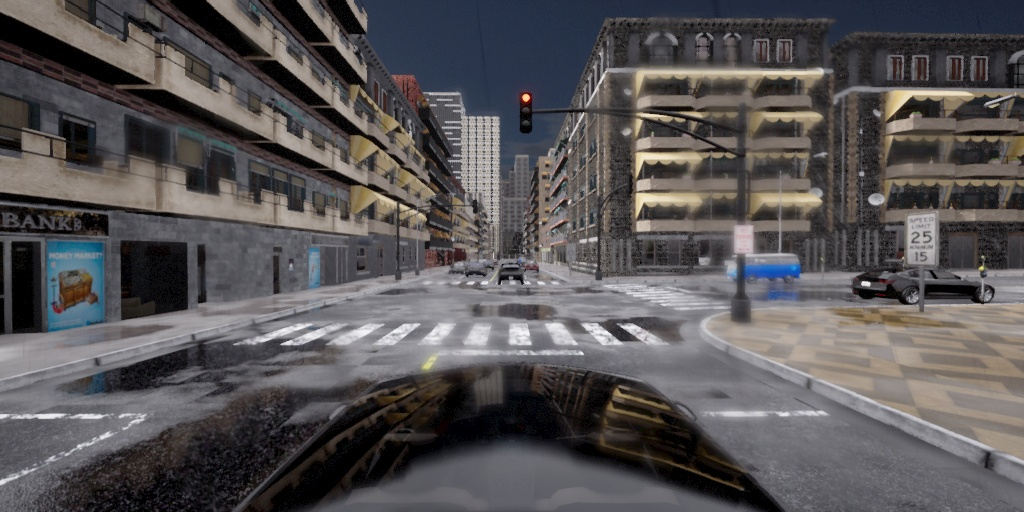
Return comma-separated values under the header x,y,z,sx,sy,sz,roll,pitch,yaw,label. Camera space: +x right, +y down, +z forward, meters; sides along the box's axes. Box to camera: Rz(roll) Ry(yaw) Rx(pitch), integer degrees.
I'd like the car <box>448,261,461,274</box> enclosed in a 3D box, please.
x,y,z,sx,sy,sz,roll,pitch,yaw,label
-5.975,1.303,39.937,2.007,1.370,4.403,0,0,0,car

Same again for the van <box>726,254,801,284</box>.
x,y,z,sx,sy,sz,roll,pitch,yaw,label
15.505,0.781,22.214,3.998,1.789,1.690,0,0,-1,van

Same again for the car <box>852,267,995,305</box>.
x,y,z,sx,sy,sz,roll,pitch,yaw,label
15.686,1.077,13.836,4.313,1.339,1.948,0,0,-1,car

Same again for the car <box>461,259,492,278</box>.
x,y,z,sx,sy,sz,roll,pitch,yaw,label
-3.340,1.296,34.537,2.033,1.411,5.357,0,0,0,car

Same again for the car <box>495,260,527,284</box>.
x,y,z,sx,sy,sz,roll,pitch,yaw,label
-0.088,1.252,27.203,1.837,1.490,4.892,0,0,0,car

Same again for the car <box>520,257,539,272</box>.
x,y,z,sx,sy,sz,roll,pitch,yaw,label
2.364,1.195,45.522,1.967,1.591,4.097,0,0,0,car

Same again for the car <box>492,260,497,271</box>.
x,y,z,sx,sy,sz,roll,pitch,yaw,label
-3.461,1.305,51.069,2.033,1.411,5.357,0,0,0,car

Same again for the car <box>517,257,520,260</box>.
x,y,z,sx,sy,sz,roll,pitch,yaw,label
2.240,1.315,62.105,2.007,1.370,4.403,0,0,0,car
